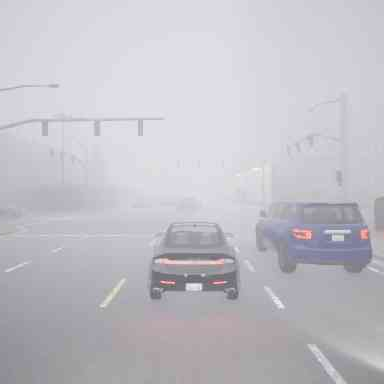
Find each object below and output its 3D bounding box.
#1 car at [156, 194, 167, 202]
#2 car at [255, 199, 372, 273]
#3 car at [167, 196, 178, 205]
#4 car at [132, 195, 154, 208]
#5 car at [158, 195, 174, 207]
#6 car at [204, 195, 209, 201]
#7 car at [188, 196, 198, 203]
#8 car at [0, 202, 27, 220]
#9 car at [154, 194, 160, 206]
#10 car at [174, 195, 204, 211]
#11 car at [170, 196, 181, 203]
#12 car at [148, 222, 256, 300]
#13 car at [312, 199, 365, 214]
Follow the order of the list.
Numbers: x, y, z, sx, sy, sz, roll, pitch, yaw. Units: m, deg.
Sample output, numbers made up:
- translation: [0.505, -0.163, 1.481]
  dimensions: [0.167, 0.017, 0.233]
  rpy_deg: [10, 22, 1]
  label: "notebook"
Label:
- translation: [-6.992, 1.355, 76.460]
  dimensions: [2.097, 1.767, 4.553]
  rpy_deg: [0, 0, 0]
  label: "car"
- translation: [3.572, 1.221, 10.834]
  dimensions: [2.150, 2.045, 5.566]
  rpy_deg: [0, 0, 0]
  label: "car"
- translation: [-3.562, 1.505, 61.480]
  dimensions: [1.837, 1.490, 4.892]
  rpy_deg: [0, 0, 1]
  label: "car"
- translation: [-7.140, 1.352, 47.268]
  dimensions: [2.097, 1.767, 4.553]
  rpy_deg: [0, 0, 2]
  label: "car"
- translation: [-3.581, 1.547, 51.885]
  dimensions: [2.033, 1.411, 5.357]
  rpy_deg: [0, 0, 0]
  label: "car"
- translation: [3.509, 1.525, 88.823]
  dimensions: [2.128, 1.511, 4.902]
  rpy_deg: [0, 0, 0]
  label: "car"
- translation: [0.107, 1.564, 68.075]
  dimensions: [1.994, 1.385, 4.181]
  rpy_deg: [0, 0, 0]
  label: "car"
- translation: [-16.792, 1.547, 28.428]
  dimensions: [4.902, 1.511, 2.128]
  rpy_deg: [0, 0, -1]
  label: "car"
- translation: [-7.079, 1.352, 56.092]
  dimensions: [2.097, 1.767, 4.553]
  rpy_deg: [0, 0, 0]
  label: "car"
- translation: [-0.253, 1.364, 40.554]
  dimensions: [2.097, 1.767, 4.553]
  rpy_deg: [0, 0, 12]
  label: "car"
- translation: [-3.493, 1.540, 71.880]
  dimensions: [2.033, 1.411, 5.357]
  rpy_deg: [0, 0, 0]
  label: "car"
- translation: [0.058, 1.492, 8.391]
  dimensions: [2.128, 1.511, 4.902]
  rpy_deg: [0, 0, 0]
  label: "car"
- translation: [15.586, 1.560, 35.628]
  dimensions: [4.892, 1.490, 1.837]
  rpy_deg: [0, 0, 0]
  label: "car"
